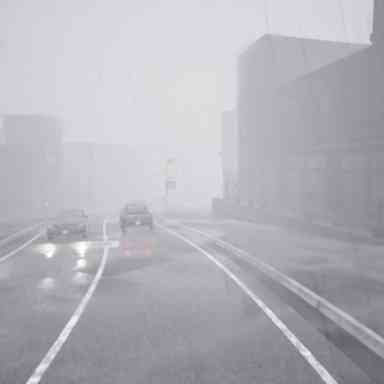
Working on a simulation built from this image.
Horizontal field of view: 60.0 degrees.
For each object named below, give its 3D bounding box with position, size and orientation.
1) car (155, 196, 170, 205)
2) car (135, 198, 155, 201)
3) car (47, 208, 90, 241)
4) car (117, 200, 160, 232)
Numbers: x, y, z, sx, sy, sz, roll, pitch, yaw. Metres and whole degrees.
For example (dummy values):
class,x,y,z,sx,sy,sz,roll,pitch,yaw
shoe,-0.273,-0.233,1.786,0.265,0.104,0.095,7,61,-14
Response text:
class,x,y,z,sx,sy,sz,roll,pitch,yaw
car,-5.719,1.565,59.628,1.837,1.490,4.892,1,1,23
car,-6.219,1.572,40.794,2.128,1.511,4.902,0,0,1
car,-6.519,1.618,17.856,1.812,1.442,4.674,-2,0,-14
car,-3.534,1.499,20.591,2.128,1.511,4.902,-1,0,-14
